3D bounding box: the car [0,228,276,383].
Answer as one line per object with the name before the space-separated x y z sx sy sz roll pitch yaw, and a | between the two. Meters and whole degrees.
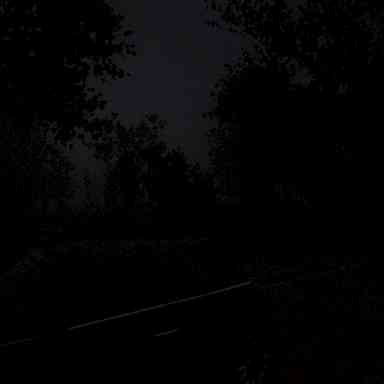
car | -1.249 1.352 3.539 4.553 1.767 2.097 0 0 -35
